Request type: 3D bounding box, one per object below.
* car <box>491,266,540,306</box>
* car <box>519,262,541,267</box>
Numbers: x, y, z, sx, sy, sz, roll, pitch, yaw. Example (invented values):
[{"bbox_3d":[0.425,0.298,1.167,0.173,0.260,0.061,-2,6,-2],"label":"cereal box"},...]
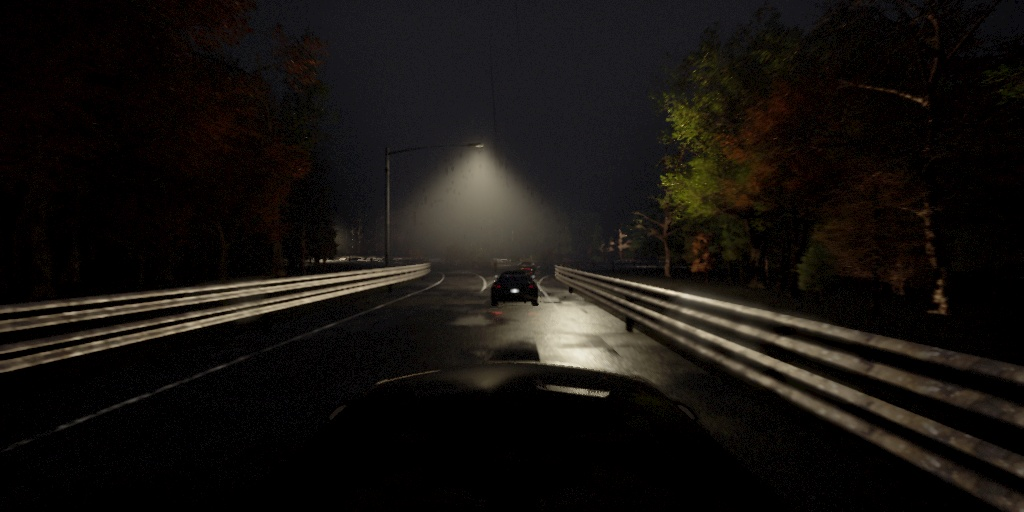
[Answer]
[{"bbox_3d":[0.133,1.342,16.166,1.994,1.385,4.181,0,0,1],"label":"car"},{"bbox_3d":[1.619,1.320,35.126,1.837,1.490,4.892,1,0,10],"label":"car"}]
